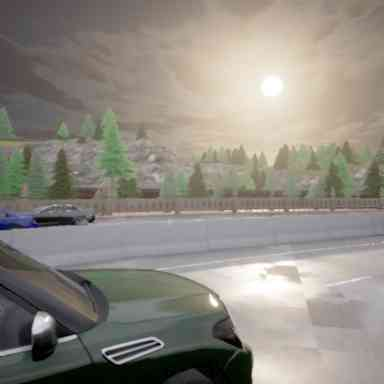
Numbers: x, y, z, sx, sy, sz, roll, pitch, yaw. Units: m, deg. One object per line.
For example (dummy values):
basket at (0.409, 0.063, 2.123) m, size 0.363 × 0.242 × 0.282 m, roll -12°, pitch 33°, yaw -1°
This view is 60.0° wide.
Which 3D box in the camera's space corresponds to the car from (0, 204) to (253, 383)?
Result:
car at (-2.100, 1.207, 2.178) m, size 5.566 × 2.045 × 2.150 m, roll 0°, pitch 0°, yaw -36°

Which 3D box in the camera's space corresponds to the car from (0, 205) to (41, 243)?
car at (-9.373, 1.400, 14.310) m, size 5.008 × 1.535 × 1.882 m, roll 0°, pitch 0°, yaw -34°

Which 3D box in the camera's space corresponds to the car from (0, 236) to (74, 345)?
car at (-4.399, 1.570, 4.818) m, size 4.718 × 1.301 × 1.895 m, roll 0°, pitch 0°, yaw -36°

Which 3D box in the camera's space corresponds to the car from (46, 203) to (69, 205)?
car at (-8.081, 1.407, 19.347) m, size 4.902 × 1.511 × 2.128 m, roll 0°, pitch 0°, yaw -32°
